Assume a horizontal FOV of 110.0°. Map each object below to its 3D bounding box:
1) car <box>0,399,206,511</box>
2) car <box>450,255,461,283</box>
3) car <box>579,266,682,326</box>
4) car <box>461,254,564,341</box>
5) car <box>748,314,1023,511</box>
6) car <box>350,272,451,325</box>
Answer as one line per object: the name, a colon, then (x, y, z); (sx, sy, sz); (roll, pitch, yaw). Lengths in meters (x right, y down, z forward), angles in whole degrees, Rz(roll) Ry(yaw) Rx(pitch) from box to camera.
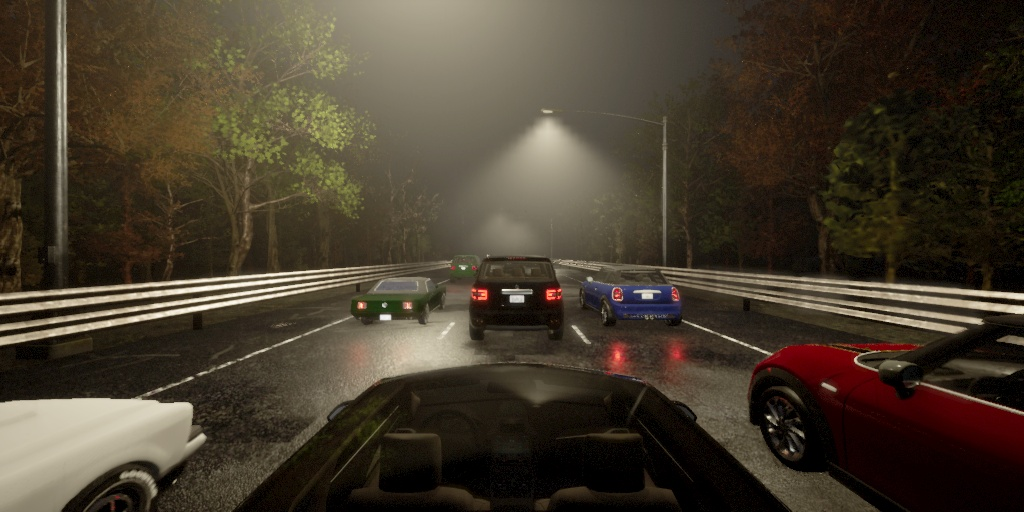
car: (-3.401, 1.351, 0.708); (1.895, 1.301, 4.718); (0, 0, 0)
car: (-3.395, 0.956, 27.694); (2.150, 2.045, 5.566); (0, 0, 0)
car: (3.605, 1.099, 11.744); (2.097, 1.767, 4.553); (0, 0, -1)
car: (0.103, 0.970, 10.045); (2.150, 2.045, 5.566); (0, 0, 0)
car: (3.595, 1.103, 1.991); (2.097, 1.767, 4.553); (0, 0, 0)
car: (-3.395, 1.348, 11.762); (1.895, 1.301, 4.718); (0, 0, -1)
